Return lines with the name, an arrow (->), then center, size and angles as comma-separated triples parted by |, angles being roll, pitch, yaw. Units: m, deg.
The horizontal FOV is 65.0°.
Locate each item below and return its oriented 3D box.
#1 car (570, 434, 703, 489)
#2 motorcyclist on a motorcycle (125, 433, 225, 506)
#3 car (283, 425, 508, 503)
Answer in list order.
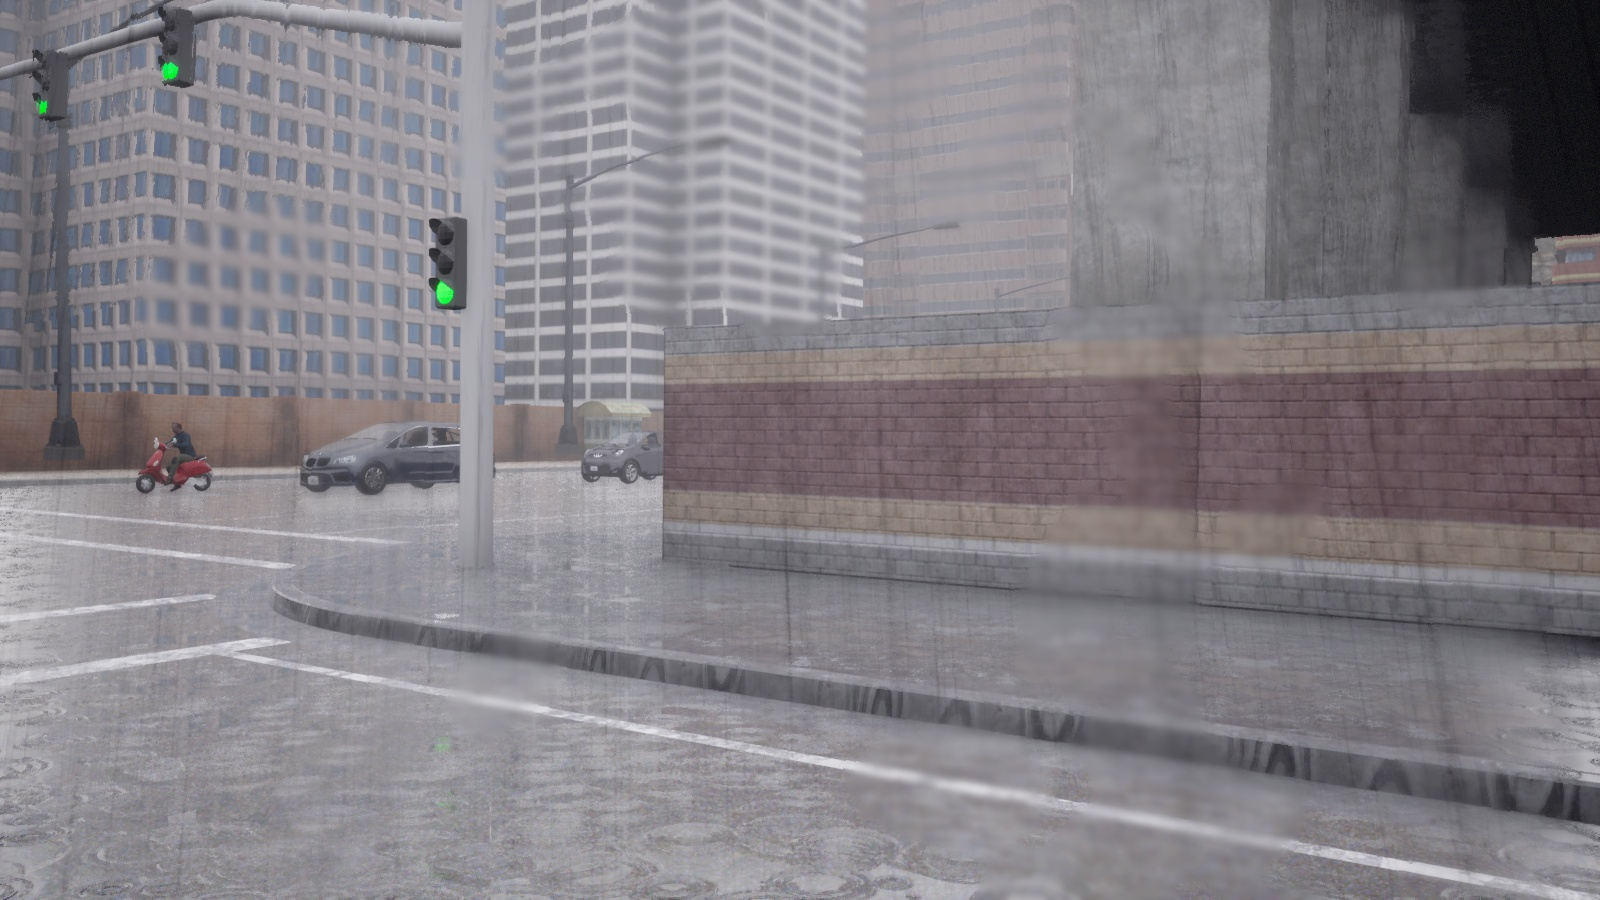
car -> -4.681, 0.292, 36.289 | 1.845, 1.501, 3.633 | 0, 1, 34
motorcyclist on a motorcycle -> -14.162, 0.424, 28.516 | 0.866, 1.590, 1.817 | 0, 1, 34
car -> -9.350, 0.259, 29.396 | 2.242, 1.667, 4.611 | 0, 1, 34
